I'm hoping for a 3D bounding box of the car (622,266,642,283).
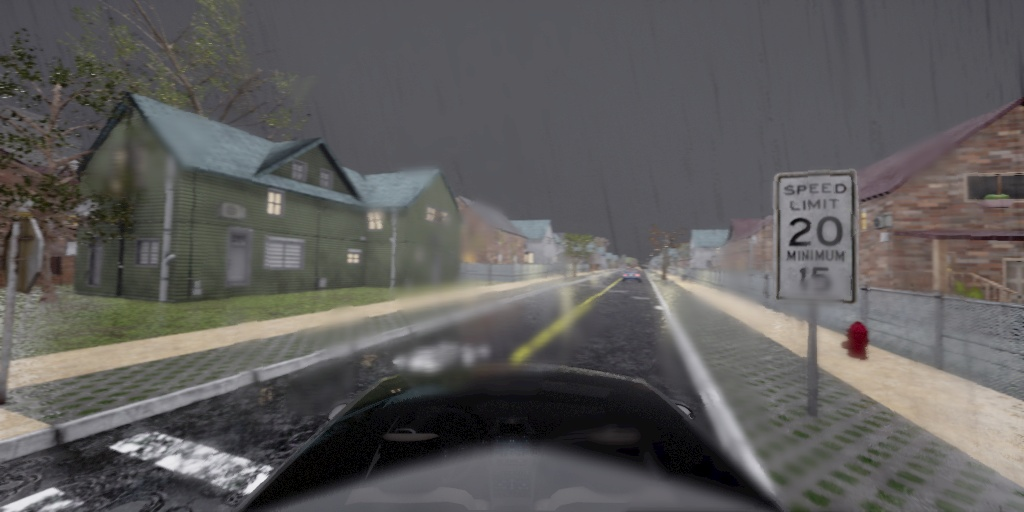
[{"bbox_3d":[12.550,1.983,37.514,2.033,1.411,5.357,1,-1,20],"label":"car"}]
